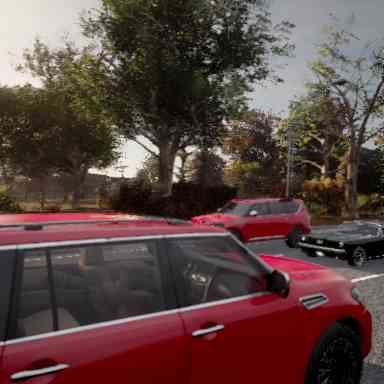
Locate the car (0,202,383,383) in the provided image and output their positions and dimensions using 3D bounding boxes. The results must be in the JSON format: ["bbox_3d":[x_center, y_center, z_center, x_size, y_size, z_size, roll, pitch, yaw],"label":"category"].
[{"bbox_3d":[-0.556,1.216,3.231,5.566,2.045,2.150,0,0,-35],"label":"car"}]

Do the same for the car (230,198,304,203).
[{"bbox_3d":[2.433,1.277,13.634,5.566,2.045,2.150,1,0,-30],"label":"car"}]
